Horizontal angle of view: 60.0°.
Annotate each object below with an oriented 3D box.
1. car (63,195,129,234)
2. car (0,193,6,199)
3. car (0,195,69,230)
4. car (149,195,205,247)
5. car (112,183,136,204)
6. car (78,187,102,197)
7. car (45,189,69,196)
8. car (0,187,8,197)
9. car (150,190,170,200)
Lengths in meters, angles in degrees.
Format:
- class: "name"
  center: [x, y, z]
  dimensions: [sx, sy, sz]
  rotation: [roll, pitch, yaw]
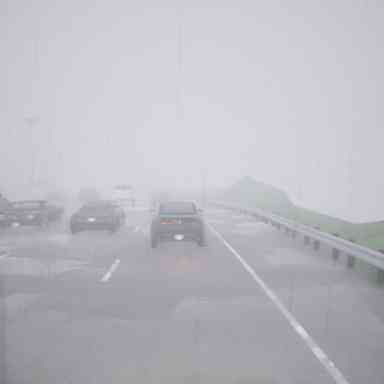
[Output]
- class: "car"
  center: [-4.353, 1.060, 15.766]
  dimensions: [1.994, 1.385, 4.181]
  rotation: [0, 2, -5]
- class: "car"
  center: [-11.527, 0.666, 17.411]
  dimensions: [2.150, 2.045, 5.566]
  rotation: [0, 2, -6]
- class: "car"
  center: [-7.943, 1.064, 16.819]
  dimensions: [1.895, 1.301, 4.718]
  rotation: [0, 2, -6]
- class: "car"
  center: [-0.592, 1.092, 12.909]
  dimensions: [1.837, 1.490, 4.892]
  rotation: [0, 2, -4]
- class: "car"
  center: [-6.986, 0.137, 34.139]
  dimensions: [2.150, 2.045, 5.566]
  rotation: [0, 2, -11]
- class: "car"
  center: [-10.852, 0.225, 35.496]
  dimensions: [2.097, 1.767, 4.553]
  rotation: [0, 2, -11]
- class: "car"
  center: [-14.431, 0.396, 35.561]
  dimensions: [1.812, 1.442, 4.674]
  rotation: [0, 2, -12]
- class: "car"
  center: [-28.832, -0.031, 49.084]
  dimensions: [1.812, 1.442, 4.674]
  rotation: [-1, 2, -16]
- class: "car"
  center: [-2.992, 0.534, 31.884]
  dimensions: [2.033, 1.411, 5.357]
  rotation: [0, 2, -10]
